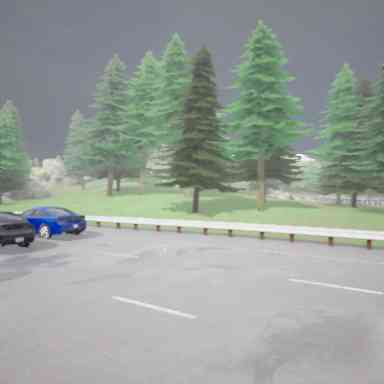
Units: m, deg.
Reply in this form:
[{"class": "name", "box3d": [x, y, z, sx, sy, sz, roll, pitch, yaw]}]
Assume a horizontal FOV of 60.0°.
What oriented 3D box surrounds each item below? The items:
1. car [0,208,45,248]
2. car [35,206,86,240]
[{"class": "car", "box3d": [-8.376, 1.509, 13.444, 4.892, 1.490, 1.837, 0, 0, 32]}, {"class": "car", "box3d": [-7.636, 1.478, 17.085, 5.008, 1.535, 1.882, 0, 0, 31]}]
